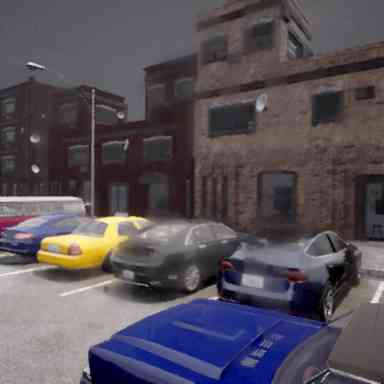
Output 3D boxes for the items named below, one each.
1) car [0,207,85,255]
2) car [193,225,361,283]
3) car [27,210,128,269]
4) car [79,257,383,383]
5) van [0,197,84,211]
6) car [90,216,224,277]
[{"bbox_3d":[-4.411,1.466,12.091,2.002,1.452,4.674,0,0,35],"label":"car"},{"bbox_3d":[2.344,1.497,7.317,2.163,1.488,4.792,0,0,35],"label":"car"},{"bbox_3d":[-2.056,1.436,10.643,1.946,1.575,5.366,0,0,35],"label":"car"},{"bbox_3d":[1.312,1.600,2.442,4.718,1.301,1.895,0,0,35],"label":"car"},{"bbox_3d":[-6.621,1.190,13.525,1.878,1.987,4.442,0,0,36],"label":"van"},{"bbox_3d":[0.077,1.454,8.888,2.231,1.521,4.892,0,0,35],"label":"car"}]
